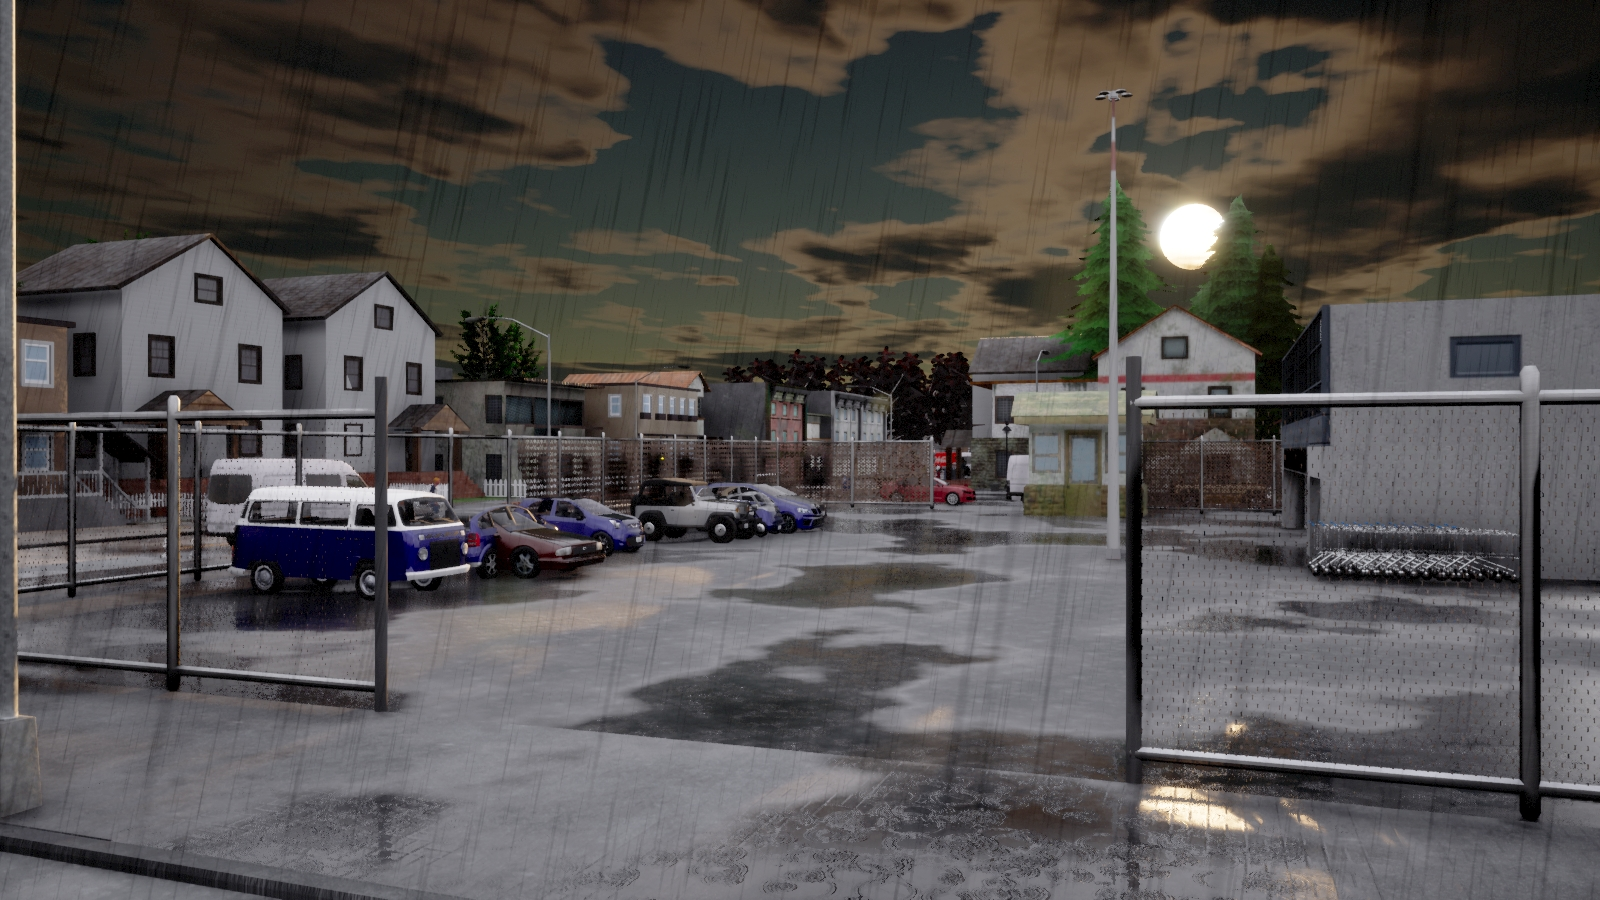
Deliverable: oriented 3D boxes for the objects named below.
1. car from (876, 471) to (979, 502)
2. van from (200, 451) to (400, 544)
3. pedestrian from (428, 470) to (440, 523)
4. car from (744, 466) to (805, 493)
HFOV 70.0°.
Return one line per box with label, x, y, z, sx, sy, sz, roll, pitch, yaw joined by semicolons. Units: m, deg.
car;6.523;1.843;58.394;4.892;1.480;2.231;0;0;19
van;-14.864;1.317;34.441;1.988;2.561;5.915;0;0;20
pedestrian;-12.967;1.633;40.506;0.375;1.860;0.375;0;0;-14
car;-1.543;1.818;70.977;2.097;1.535;5.006;0;0;20
